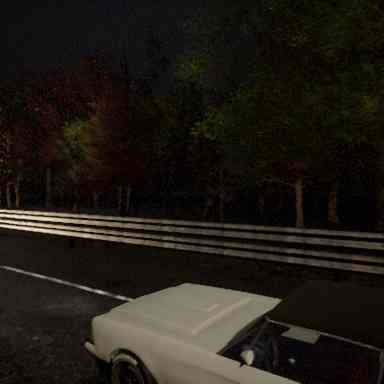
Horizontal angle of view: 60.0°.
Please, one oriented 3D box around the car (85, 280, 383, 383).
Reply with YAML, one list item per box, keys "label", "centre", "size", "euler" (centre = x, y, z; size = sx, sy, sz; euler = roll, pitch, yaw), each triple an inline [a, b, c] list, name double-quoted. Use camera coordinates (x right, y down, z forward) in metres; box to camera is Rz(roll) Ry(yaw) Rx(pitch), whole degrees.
- label: "car"
  centre: [1.121, 1.601, 3.188]
  size: [4.718, 1.301, 1.895]
  euler: [0, 0, 35]
